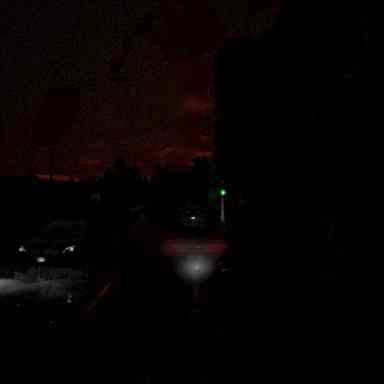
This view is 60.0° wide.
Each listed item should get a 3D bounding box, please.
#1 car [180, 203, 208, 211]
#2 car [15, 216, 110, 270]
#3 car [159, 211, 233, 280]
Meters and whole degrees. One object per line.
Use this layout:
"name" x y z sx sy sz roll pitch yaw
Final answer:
"car" 0.161 1.636 25.760 1.837 1.490 4.892 0 0 2
"car" -4.089 1.584 11.346 1.812 1.442 4.674 0 0 0
"car" 0.104 1.544 10.142 2.128 1.511 4.902 0 0 0
